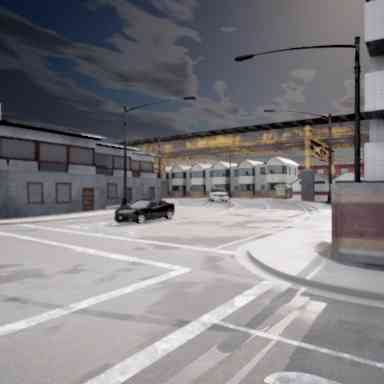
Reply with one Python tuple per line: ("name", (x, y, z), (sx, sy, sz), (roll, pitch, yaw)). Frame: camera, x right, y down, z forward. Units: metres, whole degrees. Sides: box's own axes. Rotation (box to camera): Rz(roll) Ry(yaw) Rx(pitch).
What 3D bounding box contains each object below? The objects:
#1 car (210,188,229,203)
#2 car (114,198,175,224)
("car", (3.810, 0.401, 47.236), (2.150, 2.045, 5.566), (0, 1, -3))
("car", (-3.098, 1.229, 22.596), (1.882, 1.535, 5.008), (0, 2, 32))
